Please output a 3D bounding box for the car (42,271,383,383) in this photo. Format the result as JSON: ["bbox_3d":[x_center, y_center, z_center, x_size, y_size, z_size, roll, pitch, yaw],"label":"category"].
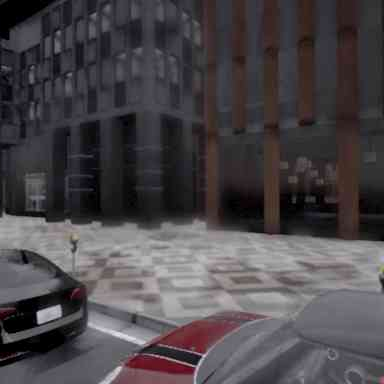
[{"bbox_3d":[1.105,1.442,2.174,4.097,1.590,1.967,-1,0,35],"label":"car"}]

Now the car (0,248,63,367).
[{"bbox_3d":[-3.517,1.621,5.470,4.313,1.339,1.947,-1,0,35],"label":"car"}]
